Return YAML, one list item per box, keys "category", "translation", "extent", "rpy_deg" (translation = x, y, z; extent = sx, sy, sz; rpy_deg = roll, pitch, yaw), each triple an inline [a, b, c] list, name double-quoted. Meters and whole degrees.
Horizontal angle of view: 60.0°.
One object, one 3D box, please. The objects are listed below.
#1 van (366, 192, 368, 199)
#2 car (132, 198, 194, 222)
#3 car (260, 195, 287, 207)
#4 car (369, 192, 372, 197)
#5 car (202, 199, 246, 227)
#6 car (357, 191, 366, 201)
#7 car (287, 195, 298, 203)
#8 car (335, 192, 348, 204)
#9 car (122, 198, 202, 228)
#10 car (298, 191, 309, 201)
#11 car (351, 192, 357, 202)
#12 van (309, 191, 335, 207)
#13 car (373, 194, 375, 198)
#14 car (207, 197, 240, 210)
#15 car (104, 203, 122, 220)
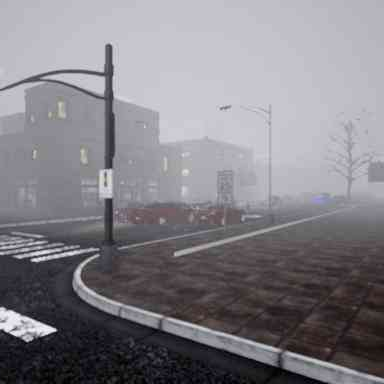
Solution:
- category: "van"
  translation: [35.772, 0.780, 70.663]
  extent: [1.690, 1.788, 3.998]
  rpy_deg: [0, 1, 35]
- category: "car"
  translation: [-2.120, 1.313, 25.929]
  extent: [2.128, 1.511, 4.902]
  rpy_deg: [0, 0, 35]
- category: "car"
  translation: [10.749, 1.194, 44.517]
  extent: [1.812, 1.442, 4.674]
  rpy_deg: [0, 0, 35]
- category: "car"
  translation: [38.909, 0.948, 75.214]
  extent: [1.887, 1.381, 4.507]
  rpy_deg: [0, 1, 35]
- category: "car"
  translation: [1.937, 1.379, 21.602]
  extent: [1.887, 1.381, 4.507]
  rpy_deg: [1, 1, 35]
- category: "car"
  translation: [32.635, 0.914, 66.115]
  extent: [1.967, 1.590, 4.097]
  rpy_deg: [0, 1, 35]
- category: "car"
  translation: [16.323, 1.158, 57.225]
  extent: [1.802, 1.307, 4.206]
  rpy_deg: [1, 1, 35]
- category: "car"
  translation: [23.223, 1.148, 52.468]
  extent: [1.947, 1.339, 4.313]
  rpy_deg: [1, 1, 35]
- category: "car"
  translation: [-1.724, 1.328, 20.980]
  extent: [1.882, 1.535, 5.008]
  rpy_deg: [0, 0, 35]
- category: "car"
  translation: [22.599, 0.819, 66.322]
  extent: [2.192, 1.841, 5.009]
  rpy_deg: [1, 1, 35]
- category: "car"
  translation: [26.360, 1.091, 57.017]
  extent: [1.887, 1.381, 4.507]
  rpy_deg: [0, 1, 35]
- category: "van"
  translation: [16.949, 0.997, 43.368]
  extent: [1.690, 1.788, 3.998]
  rpy_deg: [1, 1, 35]
- category: "car"
  translation: [45.168, 0.767, 84.288]
  extent: [1.967, 1.590, 4.097]
  rpy_deg: [0, 1, 35]
- category: "car"
  translation: [3.774, 1.290, 39.029]
  extent: [1.947, 1.339, 4.313]
  rpy_deg: [1, 1, 35]
- category: "car"
  translation: [-4.962, 1.411, 26.360]
  extent: [1.802, 1.307, 4.206]
  rpy_deg: [1, 1, 35]
